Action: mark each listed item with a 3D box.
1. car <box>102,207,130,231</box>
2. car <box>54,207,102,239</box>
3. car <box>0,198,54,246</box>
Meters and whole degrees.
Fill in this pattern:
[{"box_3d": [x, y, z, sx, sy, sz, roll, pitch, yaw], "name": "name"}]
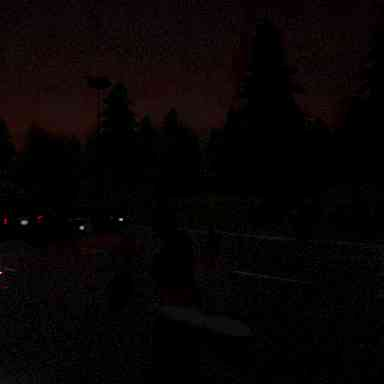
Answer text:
[{"box_3d": [-5.882, 1.639, 21.087, 4.181, 1.385, 1.994, 0, 0, 36], "name": "car"}, {"box_3d": [-7.422, 1.564, 17.886, 4.902, 1.511, 2.128, 0, 0, 36], "name": "car"}, {"box_3d": [-8.706, 1.290, 14.504, 5.566, 2.045, 2.150, 0, 0, 36], "name": "car"}]
